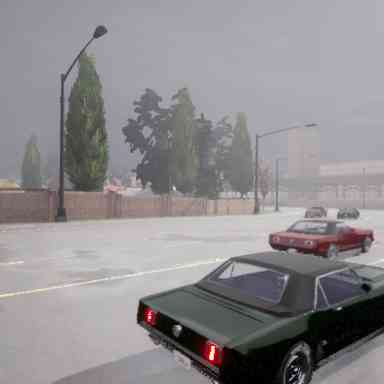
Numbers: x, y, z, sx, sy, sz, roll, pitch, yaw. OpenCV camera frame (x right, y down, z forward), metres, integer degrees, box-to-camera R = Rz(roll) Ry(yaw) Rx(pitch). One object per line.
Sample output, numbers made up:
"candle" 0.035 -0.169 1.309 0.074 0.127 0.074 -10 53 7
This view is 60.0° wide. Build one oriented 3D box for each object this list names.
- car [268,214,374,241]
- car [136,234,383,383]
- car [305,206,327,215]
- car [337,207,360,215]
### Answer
"car" 4.964 1.681 12.347 4.718 1.301 1.895 1 -1 -41
"car" 1.659 1.611 5.090 4.718 1.301 1.895 0 0 -37
"car" 14.834 2.364 39.593 1.812 1.442 4.674 0 -2 33
"car" 17.759 2.393 37.671 1.994 1.385 4.181 0 -2 33
